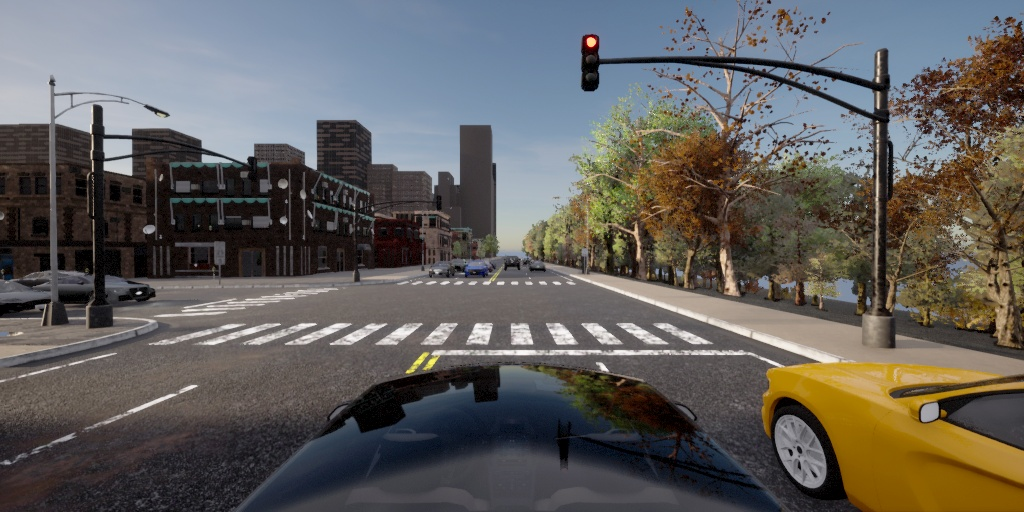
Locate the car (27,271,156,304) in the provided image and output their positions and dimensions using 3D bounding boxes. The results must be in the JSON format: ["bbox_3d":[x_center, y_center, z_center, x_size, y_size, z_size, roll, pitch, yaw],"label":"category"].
[{"bbox_3d":[-18.914,1.523,16.251,4.181,1.385,1.994,-1,1,0],"label":"car"}]

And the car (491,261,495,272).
[{"bbox_3d":[-3.382,1.261,44.130,1.812,1.442,4.674,0,0,0],"label":"car"}]

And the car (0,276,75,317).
[{"bbox_3d":[-19.959,1.565,13.537,4.313,1.339,1.948,0,0,0],"label":"car"}]

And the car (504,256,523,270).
[{"bbox_3d":[0.045,0.953,53.010,2.150,2.045,5.566,0,0,0],"label":"car"}]

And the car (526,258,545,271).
[{"bbox_3d":[3.301,1.297,47.464,1.994,1.385,4.181,0,0,0],"label":"car"}]

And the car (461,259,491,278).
[{"bbox_3d":[-3.376,1.217,34.733,1.882,1.535,5.008,0,0,0],"label":"car"}]

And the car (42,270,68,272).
[{"bbox_3d":[-28.301,1.560,22.040,4.403,1.370,2.007,0,0,0],"label":"car"}]

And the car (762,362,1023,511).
[{"bbox_3d":[3.351,1.228,1.432,1.882,1.535,5.008,0,0,0],"label":"car"}]

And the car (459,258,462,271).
[{"bbox_3d":[-6.634,1.087,44.216,2.097,1.767,4.553,0,0,0],"label":"car"}]

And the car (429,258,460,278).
[{"bbox_3d":[-6.625,1.231,34.342,2.128,1.511,4.902,0,0,0],"label":"car"}]
